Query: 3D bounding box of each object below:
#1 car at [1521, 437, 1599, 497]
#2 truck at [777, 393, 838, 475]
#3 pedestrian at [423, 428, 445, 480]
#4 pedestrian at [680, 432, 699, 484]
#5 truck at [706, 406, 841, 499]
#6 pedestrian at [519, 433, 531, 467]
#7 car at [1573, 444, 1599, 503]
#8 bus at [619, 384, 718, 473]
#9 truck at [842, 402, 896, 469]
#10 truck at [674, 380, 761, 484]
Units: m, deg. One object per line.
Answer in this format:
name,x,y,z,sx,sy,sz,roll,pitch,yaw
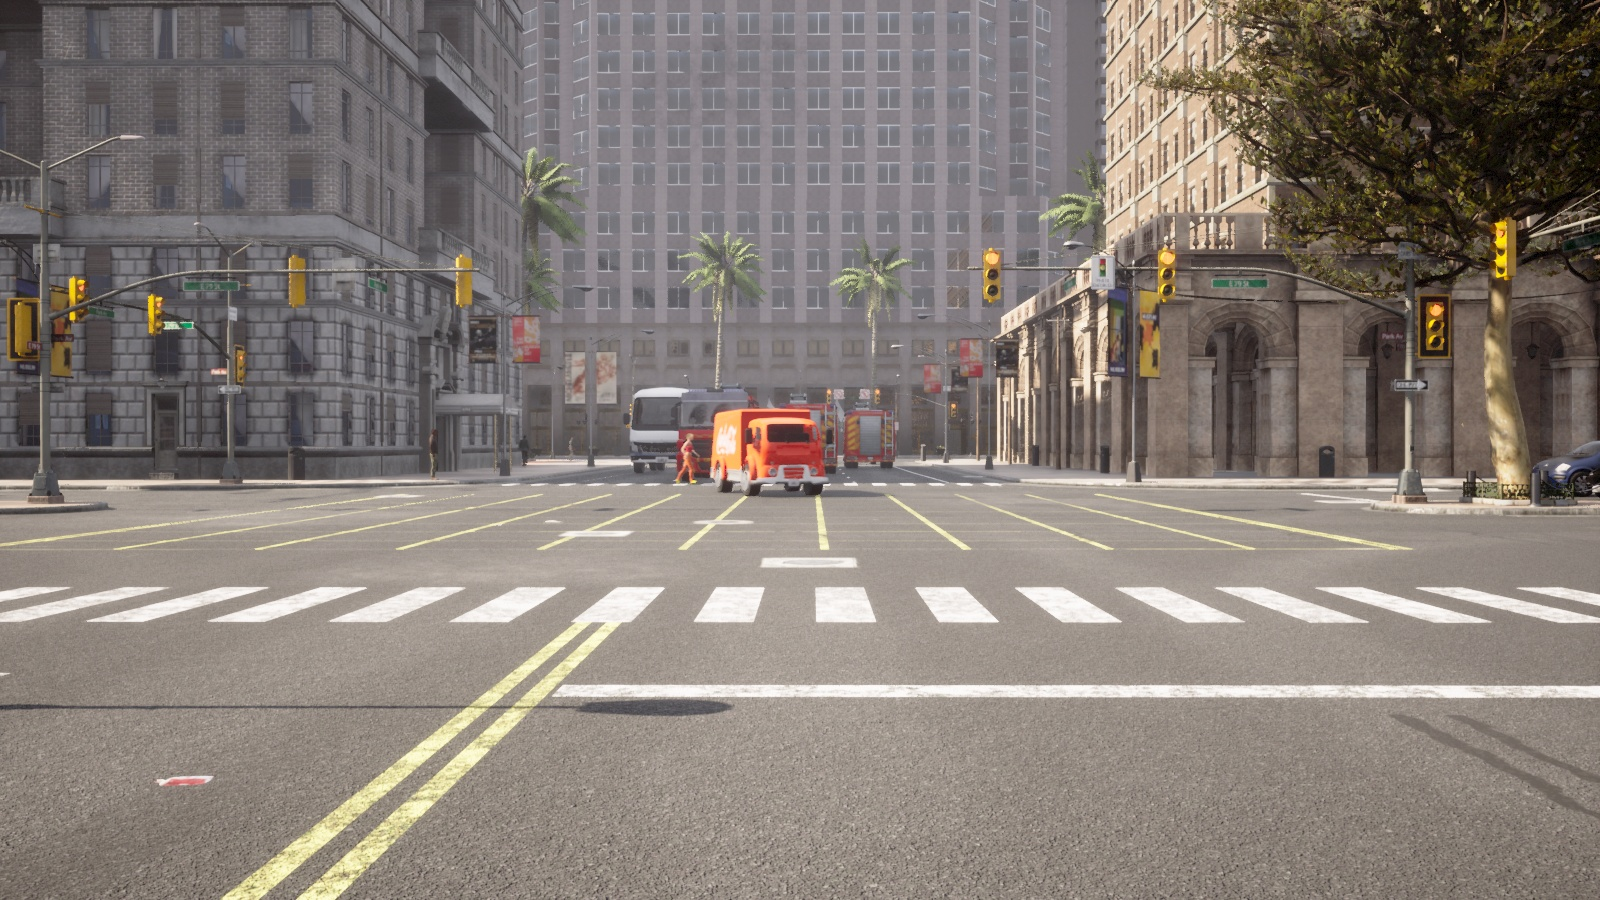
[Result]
car,22.559,0.466,34.883,3.988,1.617,1.851,0,0,1
truck,0.391,-0.775,63.232,2.891,3.827,8.468,0,0,0
pedestrian,-13.169,0.137,45.204,0.703,1.840,0.431,0,0,-5
pedestrian,-3.945,0.282,44.814,0.594,1.836,0.345,0,0,10
truck,-0.874,0.054,36.366,2.627,2.467,5.204,0,0,-16
pedestrian,-15.651,-0.013,71.473,0.423,1.949,0.788,0,0,9
car,22.365,0.587,31.353,4.792,1.488,2.163,0,0,2
bus,-6.591,-1.001,64.829,3.944,4.253,10.273,0,0,1
truck,4.085,-0.844,76.003,2.891,3.827,8.468,0,0,1
truck,-3.188,-0.710,50.811,2.891,3.827,8.468,0,1,0
